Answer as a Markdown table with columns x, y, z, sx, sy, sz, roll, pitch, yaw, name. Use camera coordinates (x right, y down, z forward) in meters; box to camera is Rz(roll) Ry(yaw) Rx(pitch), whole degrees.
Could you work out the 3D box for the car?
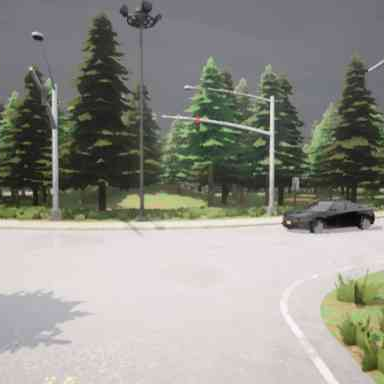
| x | y | z | sx | sy | sz | roll | pitch | yaw | name |
| --- | --- | --- | --- | --- | --- | --- | --- | --- | --- |
| 6.791 | 1.121 | 16.517 | 5.008 | 1.535 | 1.882 | -1 | 2 | -24 | car |
